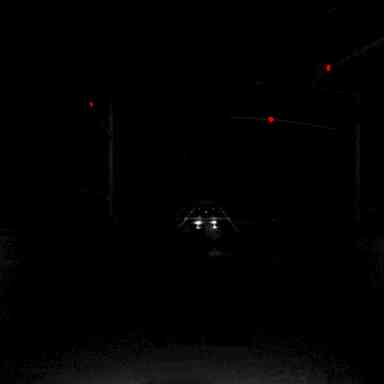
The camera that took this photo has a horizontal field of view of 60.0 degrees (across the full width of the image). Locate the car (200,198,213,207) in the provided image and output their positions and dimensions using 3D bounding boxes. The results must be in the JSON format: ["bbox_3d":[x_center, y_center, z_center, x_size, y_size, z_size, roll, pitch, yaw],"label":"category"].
[{"bbox_3d":[2.265,1.566,50.784,1.895,1.301,4.718,0,0,3],"label":"car"}]

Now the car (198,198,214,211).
[{"bbox_3d":[1.776,1.470,40.647,1.837,1.490,4.892,0,0,3],"label":"car"}]

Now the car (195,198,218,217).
[{"bbox_3d":[1.349,1.491,31.492,1.812,1.442,4.674,0,0,3],"label":"car"}]
